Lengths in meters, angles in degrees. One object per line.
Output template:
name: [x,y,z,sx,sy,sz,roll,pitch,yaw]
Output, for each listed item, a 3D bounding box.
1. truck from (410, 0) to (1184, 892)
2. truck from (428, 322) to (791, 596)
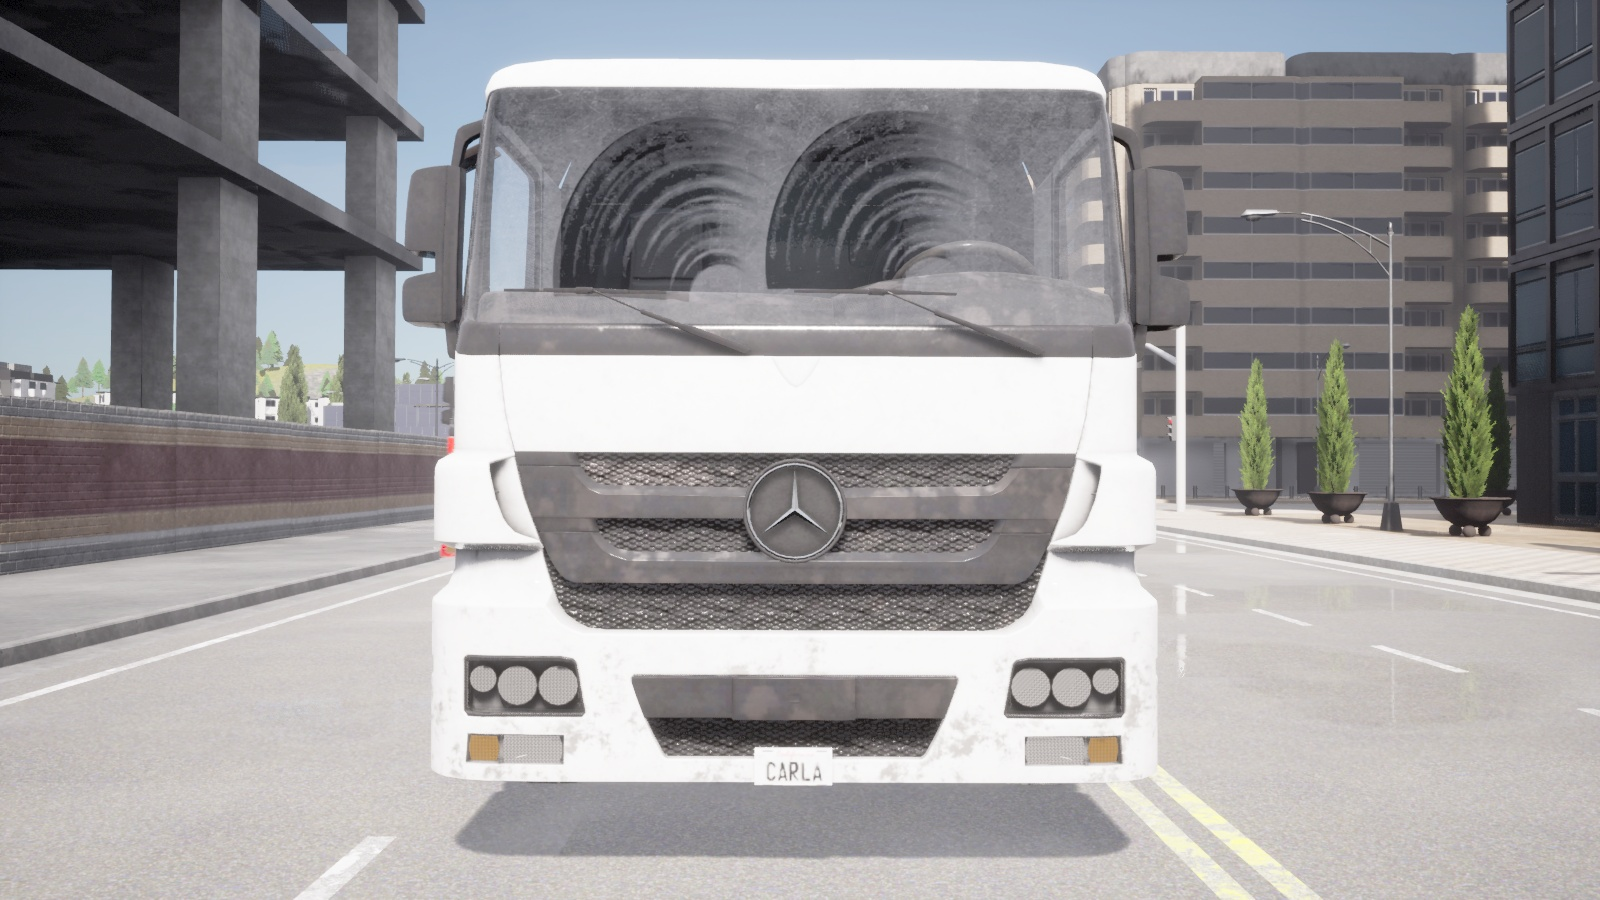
truck: [-0.027,-0.022,8.684,2.891,3.462,7.936,0,-1,0]
truck: [-2.536,0.179,20.065,2.891,3.462,7.936,0,-1,14]
